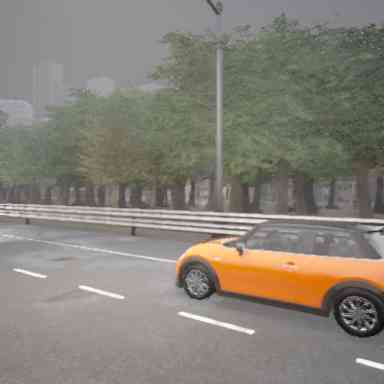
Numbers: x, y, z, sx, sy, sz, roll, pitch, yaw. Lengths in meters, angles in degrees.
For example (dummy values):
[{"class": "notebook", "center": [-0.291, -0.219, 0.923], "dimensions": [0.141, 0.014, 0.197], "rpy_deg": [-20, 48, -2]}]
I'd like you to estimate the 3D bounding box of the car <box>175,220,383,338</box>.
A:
[{"class": "car", "center": [1.834, 1.353, 6.861], "dimensions": [4.553, 1.767, 2.097], "rpy_deg": [0, 0, 36]}]
